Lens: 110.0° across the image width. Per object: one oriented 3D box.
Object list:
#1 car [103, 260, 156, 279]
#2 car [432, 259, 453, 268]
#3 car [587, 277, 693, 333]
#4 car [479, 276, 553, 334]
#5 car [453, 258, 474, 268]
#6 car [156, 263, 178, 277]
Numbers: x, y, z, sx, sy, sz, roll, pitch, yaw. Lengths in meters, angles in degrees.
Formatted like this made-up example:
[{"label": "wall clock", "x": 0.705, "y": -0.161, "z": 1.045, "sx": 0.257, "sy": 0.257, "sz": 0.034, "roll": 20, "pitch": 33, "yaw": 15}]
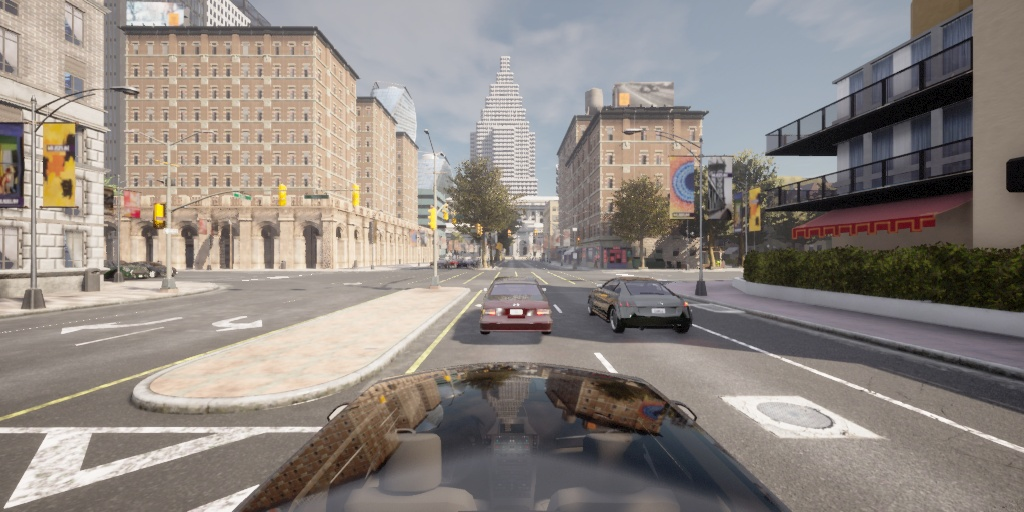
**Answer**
[{"label": "car", "x": -33.351, "y": 1.102, "z": 30.018, "sx": 4.553, "sy": 1.767, "sz": 2.097, "roll": 0, "pitch": 0, "yaw": 0}, {"label": "car", "x": -11.630, "y": 1.276, "z": 60.266, "sx": 1.812, "sy": 1.442, "sz": 4.674, "roll": 0, "pitch": 0, "yaw": 0}, {"label": "car", "x": 3.589, "y": 1.314, "z": 10.790, "sx": 1.994, "sy": 1.385, "sz": 4.181, "roll": 0, "pitch": 0, "yaw": 0}, {"label": "car", "x": 0.091, "y": 1.297, "z": 10.530, "sx": 2.033, "sy": 1.411, "sz": 5.357, "roll": 0, "pitch": 0, "yaw": 0}, {"label": "car", "x": -8.129, "y": 1.351, "z": 60.388, "sx": 1.895, "sy": 1.301, "sz": 4.718, "roll": 0, "pitch": 0, "yaw": 0}, {"label": "car", "x": -34.193, "y": 1.255, "z": 33.513, "sx": 4.892, "sy": 1.490, "sz": 1.837, "roll": 0, "pitch": 0, "yaw": 0}]
